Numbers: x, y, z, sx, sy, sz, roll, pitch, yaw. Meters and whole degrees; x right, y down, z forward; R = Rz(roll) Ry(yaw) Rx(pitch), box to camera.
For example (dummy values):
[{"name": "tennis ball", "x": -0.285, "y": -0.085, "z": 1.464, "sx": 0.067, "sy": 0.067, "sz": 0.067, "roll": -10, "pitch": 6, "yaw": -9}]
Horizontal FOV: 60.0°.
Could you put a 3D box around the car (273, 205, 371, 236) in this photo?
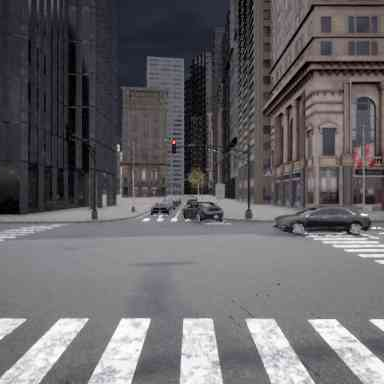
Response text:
[{"name": "car", "x": 6.794, "y": 1.488, "z": 17.587, "sx": 4.892, "sy": 1.490, "sz": 1.837, "roll": 0, "pitch": 0, "yaw": 0}]

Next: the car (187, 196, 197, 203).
[{"name": "car", "x": -0.008, "y": 1.679, "z": 75.183, "sx": 2.128, "sy": 1.511, "sz": 4.902, "roll": 0, "pitch": 0, "yaw": 0}]

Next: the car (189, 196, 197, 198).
[{"name": "car", "x": 0.113, "y": 1.591, "z": 55.002, "sx": 1.837, "sy": 1.490, "sz": 4.892, "roll": 0, "pitch": -1, "yaw": 0}]

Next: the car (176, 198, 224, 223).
[{"name": "car", "x": 0.746, "y": 1.533, "z": 26.330, "sx": 1.837, "sy": 1.490, "sz": 4.892, "roll": -4, "pitch": 2, "yaw": -25}]

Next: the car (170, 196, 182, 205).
[{"name": "car", "x": -2.995, "y": 1.589, "z": 62.738, "sx": 1.882, "sy": 1.535, "sz": 5.008, "roll": 0, "pitch": 0, "yaw": 0}]

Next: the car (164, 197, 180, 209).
[{"name": "car", "x": -3.058, "y": 1.550, "z": 43.178, "sx": 2.128, "sy": 1.511, "sz": 4.902, "roll": 0, "pitch": 0, "yaw": 0}]

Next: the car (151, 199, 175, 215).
[{"name": "car", "x": -3.052, "y": 1.639, "z": 33.782, "sx": 1.895, "sy": 1.301, "sz": 4.718, "roll": 0, "pitch": 0, "yaw": 0}]
